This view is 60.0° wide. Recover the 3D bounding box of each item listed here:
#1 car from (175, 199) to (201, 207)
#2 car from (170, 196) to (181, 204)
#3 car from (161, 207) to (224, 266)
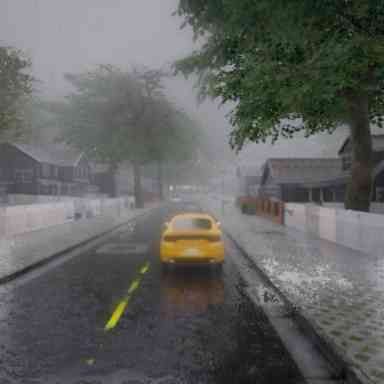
[{"bbox_3d":[0.005,1.553,25.480,2.033,1.411,5.357,0,0,0],"label":"car"},{"bbox_3d":[-2.836,1.422,58.982,1.812,1.442,4.674,0,0,1],"label":"car"},{"bbox_3d":[0.026,1.492,11.675,1.882,1.535,5.008,0,0,0],"label":"car"}]
